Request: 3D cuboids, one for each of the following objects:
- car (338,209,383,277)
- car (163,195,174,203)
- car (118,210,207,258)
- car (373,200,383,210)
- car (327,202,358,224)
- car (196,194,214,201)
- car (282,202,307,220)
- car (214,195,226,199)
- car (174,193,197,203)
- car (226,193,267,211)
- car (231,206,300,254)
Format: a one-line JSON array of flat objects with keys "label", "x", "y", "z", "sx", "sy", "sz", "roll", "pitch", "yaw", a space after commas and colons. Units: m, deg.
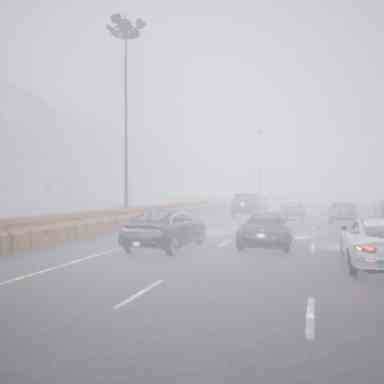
[{"label": "car", "x": 5.400, "y": 1.463, "z": 9.581, "sx": 1.812, "sy": 1.442, "sz": 4.674, "roll": 0, "pitch": 0, "yaw": 21}, {"label": "car", "x": -2.944, "y": 1.221, "z": 59.762, "sx": 2.033, "sy": 1.411, "sz": 5.357, "roll": 0, "pitch": 0, "yaw": 31}, {"label": "car", "x": -0.891, "y": 1.420, "z": 12.730, "sx": 2.128, "sy": 1.511, "sz": 4.902, "roll": 0, "pitch": 0, "yaw": 21}, {"label": "car", "x": 15.224, "y": 1.340, "z": 25.504, "sx": 1.837, "sy": 1.490, "sz": 4.892, "roll": 0, "pitch": 1, "yaw": 22}, {"label": "car", "x": 10.505, "y": 1.402, "z": 23.198, "sx": 2.033, "sy": 1.411, "sz": 5.357, "roll": 0, "pitch": 0, "yaw": 22}, {"label": "car", "x": 3.273, "y": 1.173, "z": 56.533, "sx": 2.128, "sy": 1.511, "sz": 4.902, "roll": 0, "pitch": 0, "yaw": 31}, {"label": "car", "x": 8.080, "y": 1.440, "z": 26.532, "sx": 1.895, "sy": 1.301, "sz": 4.718, "roll": 0, "pitch": 0, "yaw": 22}, {"label": "car", "x": 6.056, "y": 1.166, "z": 54.351, "sx": 1.882, "sy": 1.535, "sz": 5.008, "roll": 0, "pitch": 0, "yaw": 31}, {"label": "car", "x": -0.555, "y": 1.038, "z": 56.914, "sx": 2.097, "sy": 1.767, "sz": 4.553, "roll": 0, "pitch": 0, "yaw": 30}, {"label": "car", "x": 4.892, "y": 1.061, "z": 27.994, "sx": 2.150, "sy": 2.045, "sz": 5.566, "roll": 0, "pitch": 1, "yaw": 22}, {"label": "car", "x": 3.110, "y": 1.482, "z": 13.410, "sx": 1.994, "sy": 1.385, "sz": 4.181, "roll": 0, "pitch": 0, "yaw": 21}]
